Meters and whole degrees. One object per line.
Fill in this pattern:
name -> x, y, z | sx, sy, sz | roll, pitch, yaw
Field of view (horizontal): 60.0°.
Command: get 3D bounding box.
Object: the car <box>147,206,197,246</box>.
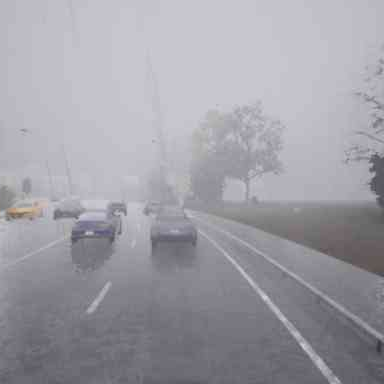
car -> -0.910, 1.551, 15.358 | 1.994, 1.385, 4.181 | 0, 0, -6

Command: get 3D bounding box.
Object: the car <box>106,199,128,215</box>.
car -> -7.561, 1.485, 33.495 | 1.837, 1.490, 4.892 | 0, 0, -13

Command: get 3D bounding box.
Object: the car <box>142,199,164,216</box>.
car -> -3.791, 1.468, 32.711 | 2.128, 1.511, 4.902 | 0, 0, -13

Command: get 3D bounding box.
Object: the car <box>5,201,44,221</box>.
car -> -13.516, 1.471, 27.090 | 1.882, 1.535, 5.008 | 0, 0, -12

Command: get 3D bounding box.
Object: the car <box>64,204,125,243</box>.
car -> -4.465, 1.519, 15.938 | 1.812, 1.442, 4.674 | 0, 0, -6

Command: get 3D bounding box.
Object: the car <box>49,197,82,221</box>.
car -> -9.952, 1.467, 27.114 | 1.882, 1.535, 5.008 | 0, 0, -12

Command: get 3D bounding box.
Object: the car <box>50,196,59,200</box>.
car -> -26.849, 1.457, 65.158 | 2.033, 1.411, 5.357 | 0, 0, -27
